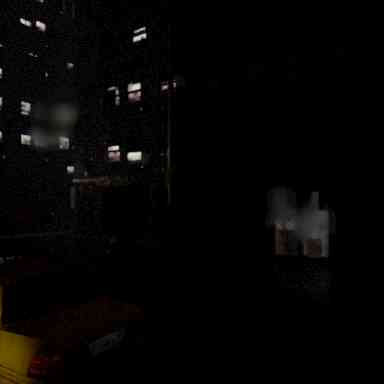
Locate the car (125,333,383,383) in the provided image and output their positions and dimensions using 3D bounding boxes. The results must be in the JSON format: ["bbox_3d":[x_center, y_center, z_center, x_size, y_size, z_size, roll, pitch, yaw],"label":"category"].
[{"bbox_3d":[1.953,1.559,1.481,4.313,1.339,1.947,-1,0,35],"label":"car"}]

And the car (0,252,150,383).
[{"bbox_3d":[-2.771,1.567,4.848,4.829,1.417,1.752,-1,0,35],"label":"car"}]

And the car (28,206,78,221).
[{"bbox_3d":[-14.389,2.189,34.772,1.887,1.381,4.507,-2,-2,35],"label":"car"}]

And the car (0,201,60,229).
[{"bbox_3d":[-13.732,1.719,26.016,2.150,2.045,5.566,0,-1,38],"label":"car"}]

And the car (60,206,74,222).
[{"bbox_3d":[-11.820,2.248,33.891,1.895,1.301,4.718,0,-1,35],"label":"car"}]
